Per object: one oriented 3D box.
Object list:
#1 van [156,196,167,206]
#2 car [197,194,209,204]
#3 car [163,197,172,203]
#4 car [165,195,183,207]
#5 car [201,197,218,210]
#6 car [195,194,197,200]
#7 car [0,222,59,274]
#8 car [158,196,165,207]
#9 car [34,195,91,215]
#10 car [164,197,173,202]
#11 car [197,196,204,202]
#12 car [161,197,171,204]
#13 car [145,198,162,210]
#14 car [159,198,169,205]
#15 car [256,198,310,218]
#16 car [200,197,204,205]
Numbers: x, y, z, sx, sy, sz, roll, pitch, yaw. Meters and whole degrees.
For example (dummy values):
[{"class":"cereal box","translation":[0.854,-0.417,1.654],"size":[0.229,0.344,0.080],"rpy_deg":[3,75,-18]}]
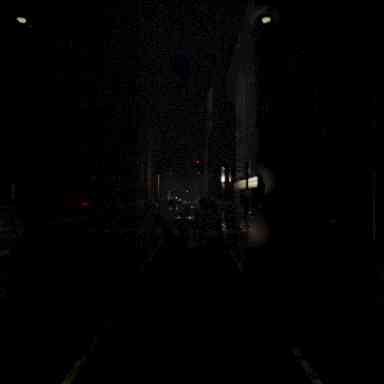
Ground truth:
[{"class":"van","translation":[-5.918,1.710,64.963],"size":[1.690,1.788,3.998],"rpy_deg":[0,0,0]},{"class":"car","translation":[2.607,1.685,65.029],"size":[2.192,1.841,5.009],"rpy_deg":[0,0,0]},{"class":"car","translation":[-6.056,1.992,81.896],"size":[1.947,1.339,4.313],"rpy_deg":[0,0,0]},{"class":"car","translation":[-3.156,1.838,59.010],"size":[2.128,1.511,4.902],"rpy_deg":[0,0,0]},{"class":"car","translation":[2.742,1.867,48.097],"size":[1.947,1.339,4.313],"rpy_deg":[0,0,0]},{"class":"car","translation":[2.470,1.743,81.960],"size":[2.192,1.841,5.009],"rpy_deg":[0,0,0]},{"class":"car","translation":[-5.756,1.659,10.820],"size":[1.802,1.307,4.206],"rpy_deg":[0,0,0]},{"class":"car","translation":[-5.873,1.787,59.319],"size":[1.967,1.590,4.097],"rpy_deg":[0,0,0]},{"class":"car","translation":[-13.649,1.328,35.309],"size":[5.566,2.045,2.150],"rpy_deg":[1,-1,0]},{"class":"car","translation":[-6.102,2.008,87.540],"size":[1.947,1.339,4.313],"rpy_deg":[0,0,0]},{"class":"car","translation":[2.376,1.984,93.418],"size":[1.752,1.417,4.829],"rpy_deg":[0,0,0]},{"class":"car","translation":[-6.011,1.959,76.251],"size":[2.008,1.369,4.403],"rpy_deg":[0,0,0]},{"class":"car","translation":[-5.783,1.882,48.029],"size":[1.802,1.307,4.206],"rpy_deg":[0,0,0]},{"class":"car","translation":[-5.965,1.972,70.607],"size":[1.802,1.307,4.206],"rpy_deg":[0,0,0]},{"class":"car","translation":[9.672,1.670,35.415],"size":[5.566,2.045,2.150],"rpy_deg":[1,-1,0]},{"class":"car","translation":[2.697,1.870,53.741],"size":[1.887,1.381,4.507],"rpy_deg":[0,0,0]}]
